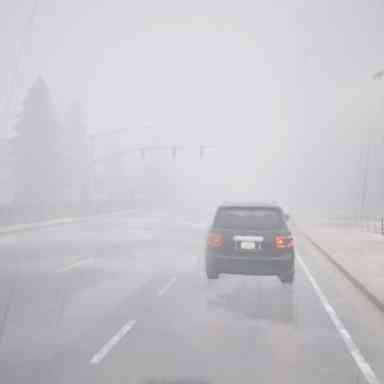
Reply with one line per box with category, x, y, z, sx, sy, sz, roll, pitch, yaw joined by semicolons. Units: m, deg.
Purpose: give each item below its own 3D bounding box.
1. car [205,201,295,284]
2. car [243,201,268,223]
car;1.752;1.261;9.997;2.150;2.045;5.566;0;0;11
car;5.400;1.578;28.039;1.882;1.535;5.008;0;0;12
